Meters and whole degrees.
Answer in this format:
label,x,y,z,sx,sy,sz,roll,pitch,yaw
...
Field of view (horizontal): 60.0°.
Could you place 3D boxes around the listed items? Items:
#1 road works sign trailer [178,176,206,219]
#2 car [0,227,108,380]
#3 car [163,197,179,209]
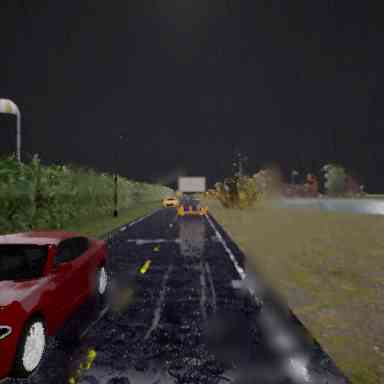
label,x,y,z,sx,sy,sz,roll,pitch,yaw
road works sign trailer,-0.012,0.412,28.345,2.380,3.560,2.880,0,0,0
car,-2.855,1.463,5.696,1.882,1.535,5.008,0,0,0
car,-2.854,1.417,45.476,1.882,1.535,5.008,0,0,0
